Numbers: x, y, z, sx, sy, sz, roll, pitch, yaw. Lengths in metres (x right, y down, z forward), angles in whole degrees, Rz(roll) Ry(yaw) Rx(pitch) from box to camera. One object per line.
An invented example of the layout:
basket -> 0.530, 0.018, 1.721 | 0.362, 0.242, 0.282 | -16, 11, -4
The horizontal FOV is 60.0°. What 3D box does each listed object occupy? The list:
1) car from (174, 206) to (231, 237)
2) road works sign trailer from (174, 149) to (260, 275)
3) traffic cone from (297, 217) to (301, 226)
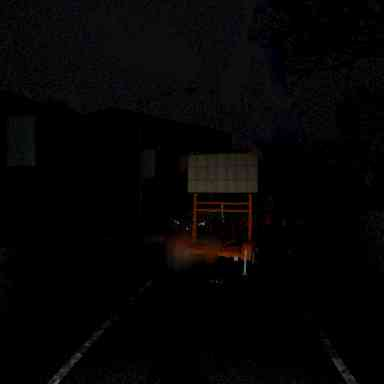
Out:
car -> 0.744, 1.505, 18.180 | 1.812, 1.442, 4.674 | 0, 0, 25
road works sign trailer -> 1.007, 0.461, 10.678 | 2.380, 3.560, 2.880 | 0, 0, 21
traffic cone -> 7.166, 1.984, 22.220 | 0.340, 0.580, 0.340 | 1, 0, 21
